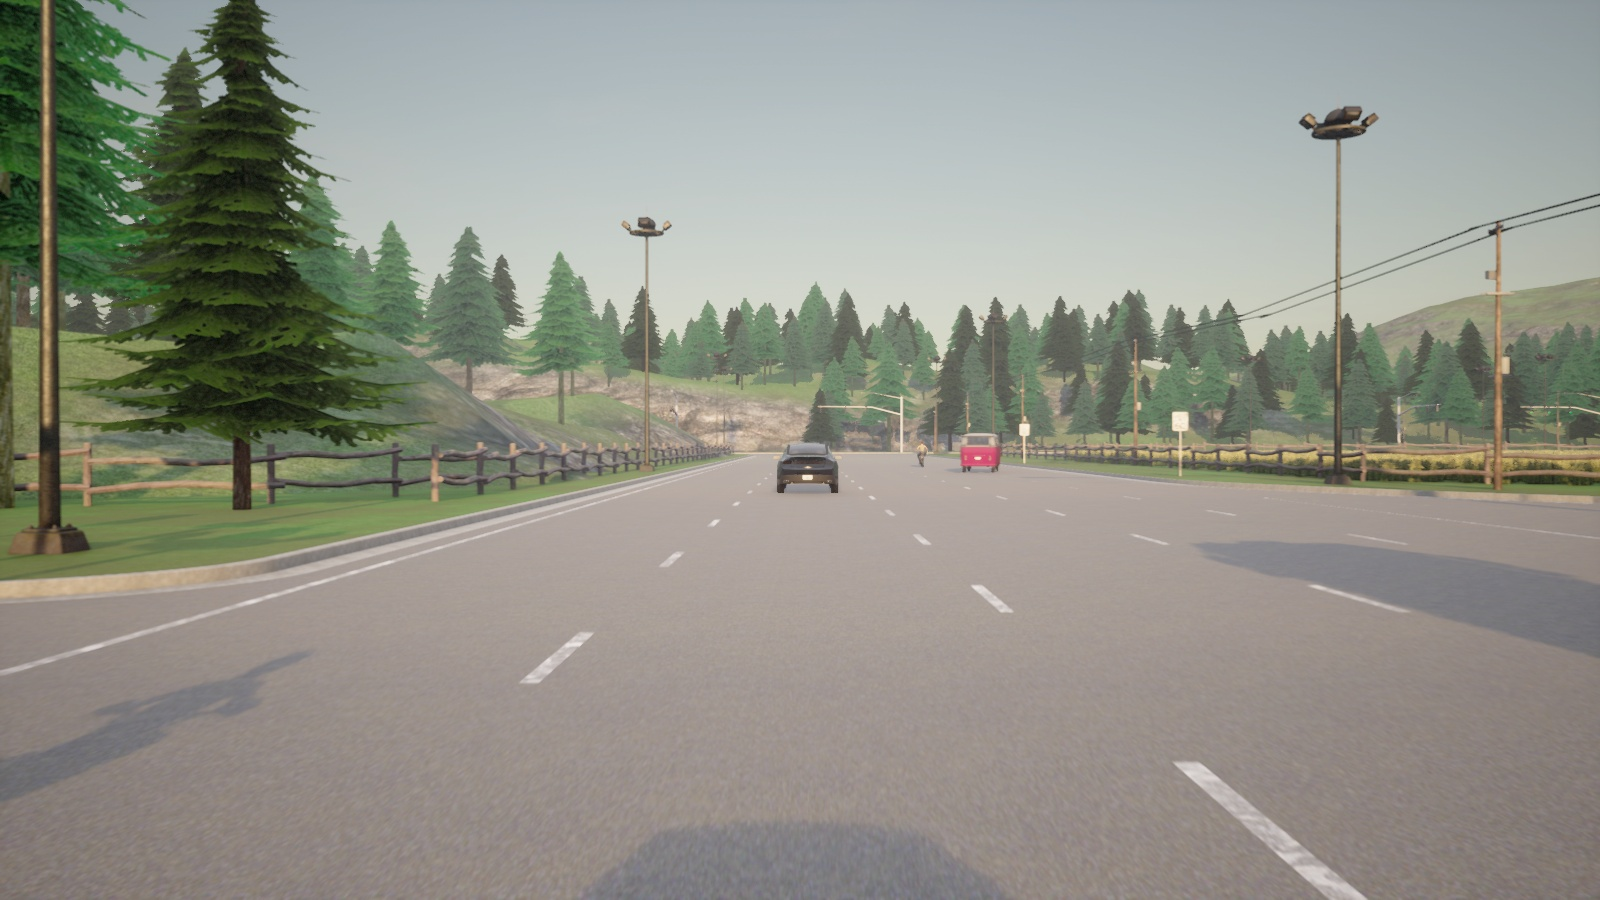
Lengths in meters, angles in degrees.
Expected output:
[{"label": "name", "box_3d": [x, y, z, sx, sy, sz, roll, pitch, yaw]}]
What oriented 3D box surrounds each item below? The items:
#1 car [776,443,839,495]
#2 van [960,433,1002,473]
[{"label": "car", "box_3d": [0.235, 0.533, 38.926, 1.837, 1.490, 4.892, 0, 0, 0]}, {"label": "van", "box_3d": [9.307, 0.145, 64.256, 1.775, 1.987, 4.442, 0, 0, 13]}]
